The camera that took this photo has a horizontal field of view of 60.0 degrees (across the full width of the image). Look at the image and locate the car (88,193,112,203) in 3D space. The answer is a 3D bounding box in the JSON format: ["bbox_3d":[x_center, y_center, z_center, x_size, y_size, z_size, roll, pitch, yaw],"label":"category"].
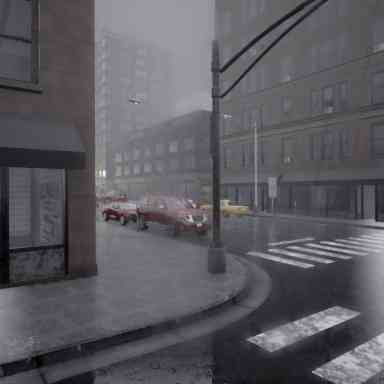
[{"bbox_3d":[-13.495,0.883,48.748,2.008,1.369,4.403,1,0,-36],"label":"car"}]

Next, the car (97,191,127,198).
[{"bbox_3d":[-10.280,0.717,44.304,2.192,1.841,5.009,1,0,-36],"label":"car"}]

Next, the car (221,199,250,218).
[{"bbox_3d":[2.466,1.222,26.674,1.752,1.417,4.829,1,0,-36],"label":"car"}]

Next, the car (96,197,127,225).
[{"bbox_3d":[-4.348,1.288,21.548,1.887,1.381,4.507,1,0,-36],"label":"car"}]

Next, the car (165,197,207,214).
[{"bbox_3d":[-0.647,1.204,30.978,1.802,1.307,4.206,1,0,-36],"label":"car"}]

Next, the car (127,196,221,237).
[{"bbox_3d":[-1.132,1.138,17.106,2.192,1.841,5.009,1,0,-36],"label":"car"}]
